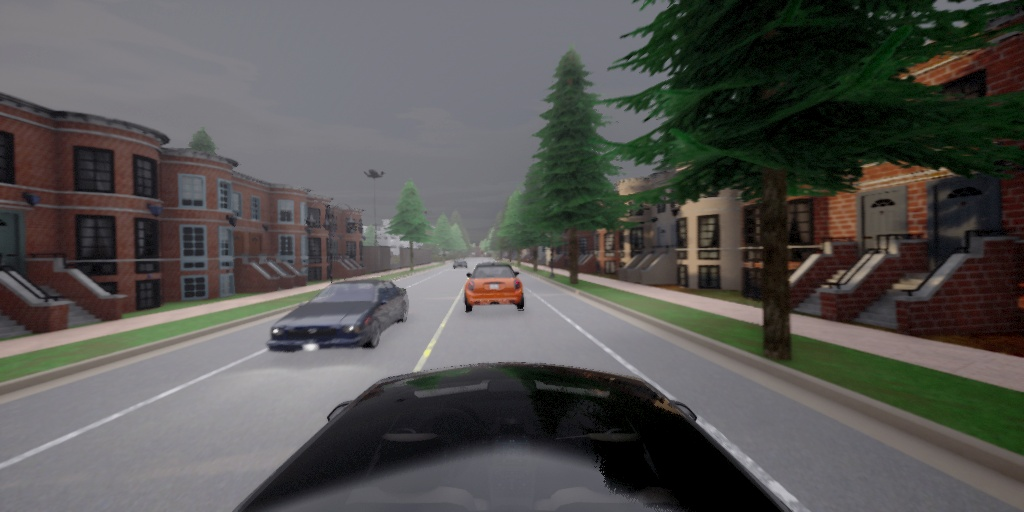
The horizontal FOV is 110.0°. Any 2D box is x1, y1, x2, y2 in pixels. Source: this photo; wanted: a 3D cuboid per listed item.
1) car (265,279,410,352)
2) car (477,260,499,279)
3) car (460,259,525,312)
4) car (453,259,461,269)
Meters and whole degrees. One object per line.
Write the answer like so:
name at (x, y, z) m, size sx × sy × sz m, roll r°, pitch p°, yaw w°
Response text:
car at (-4.022, 1.333, 9.430) m, size 2.033 × 1.411 × 5.357 m, roll -1°, pitch 0°, yaw -5°
car at (-2.160, 1.141, 32.372) m, size 1.812 × 1.442 × 4.674 m, roll -1°, pitch 0°, yaw -5°
car at (-0.748, 1.044, 14.277) m, size 2.097 × 1.767 × 4.553 m, roll -1°, pitch 0°, yaw -4°
car at (-7.379, 1.172, 51.598) m, size 1.994 × 1.385 × 4.181 m, roll -1°, pitch 0°, yaw -4°
